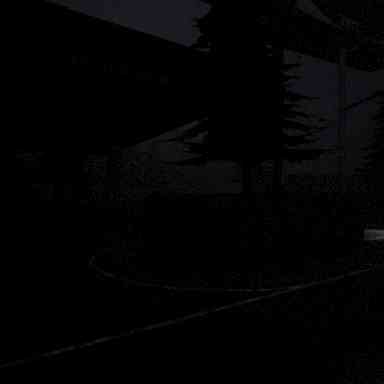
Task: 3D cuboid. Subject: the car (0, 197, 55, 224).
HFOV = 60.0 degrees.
[{"bbox_3d":[-11.900,1.313,23.522,3.866,1.878,1.905,0,0,-36],"label":"car"}]
